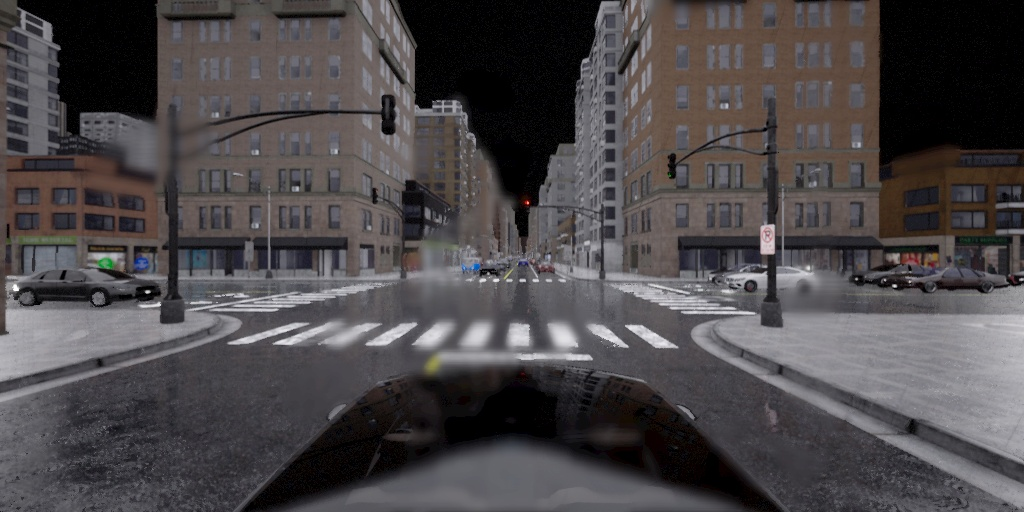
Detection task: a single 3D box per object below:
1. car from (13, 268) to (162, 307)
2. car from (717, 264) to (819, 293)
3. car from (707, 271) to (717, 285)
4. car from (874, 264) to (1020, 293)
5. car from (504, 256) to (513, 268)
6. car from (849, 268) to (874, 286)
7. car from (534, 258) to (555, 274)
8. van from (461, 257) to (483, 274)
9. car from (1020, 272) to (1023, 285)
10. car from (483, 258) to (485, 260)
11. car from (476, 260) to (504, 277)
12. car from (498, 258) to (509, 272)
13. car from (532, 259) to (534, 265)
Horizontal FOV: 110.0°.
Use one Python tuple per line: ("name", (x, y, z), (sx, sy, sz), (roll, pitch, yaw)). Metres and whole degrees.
("car", (-17.313, 1.236, 14.741), (4.892, 1.490, 1.837), (0, 0, 2))
("car", (14.769, 1.283, 20.530), (4.674, 1.442, 1.812), (0, 0, 3))
("car", (15.646, 1.249, 23.758), (4.902, 1.511, 2.128), (0, 0, 2))
("car", (24.356, 1.318, 20.258), (5.357, 1.411, 2.033), (0, 0, 2))
("car", (-1.356, 1.119, 58.112), (2.097, 1.767, 4.553), (0, 0, 3))
("car", (25.063, 1.275, 23.489), (4.892, 1.490, 1.837), (0, 0, 2))
("car", (3.814, 1.195, 40.847), (1.967, 1.591, 4.097), (0, 0, 2))
("van", (-4.707, 1.096, 41.132), (1.690, 1.789, 3.998), (0, 0, 2))
("car", (35.045, 1.351, 23.196), (4.181, 1.385, 1.994), (0, 0, 2))
("car", (-4.520, 1.074, 46.652), (2.192, 1.841, 5.009), (0, 0, 2))
("car", (-2.142, 1.353, 35.813), (1.895, 1.301, 4.718), (0, 0, 2))
("car", (-1.784, 1.323, 45.869), (1.994, 1.385, 4.181), (0, 0, 2))
("car", (4.002, 1.325, 46.369), (1.948, 1.339, 4.313), (0, 0, 2))
